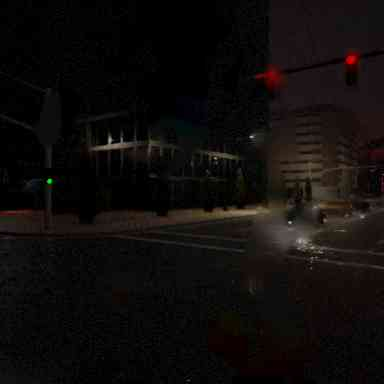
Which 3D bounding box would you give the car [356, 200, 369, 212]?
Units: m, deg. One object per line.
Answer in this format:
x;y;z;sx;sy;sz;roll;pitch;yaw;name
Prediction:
19.445;1.592;39.072;1.895;1.301;4.718;0;0;36;car

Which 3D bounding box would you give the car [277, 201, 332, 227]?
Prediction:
7.729;1.536;23.025;2.033;1.411;5.357;0;0;36;car

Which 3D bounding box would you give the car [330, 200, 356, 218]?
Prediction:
13.495;1.468;30.937;1.882;1.535;5.008;0;0;36;car
